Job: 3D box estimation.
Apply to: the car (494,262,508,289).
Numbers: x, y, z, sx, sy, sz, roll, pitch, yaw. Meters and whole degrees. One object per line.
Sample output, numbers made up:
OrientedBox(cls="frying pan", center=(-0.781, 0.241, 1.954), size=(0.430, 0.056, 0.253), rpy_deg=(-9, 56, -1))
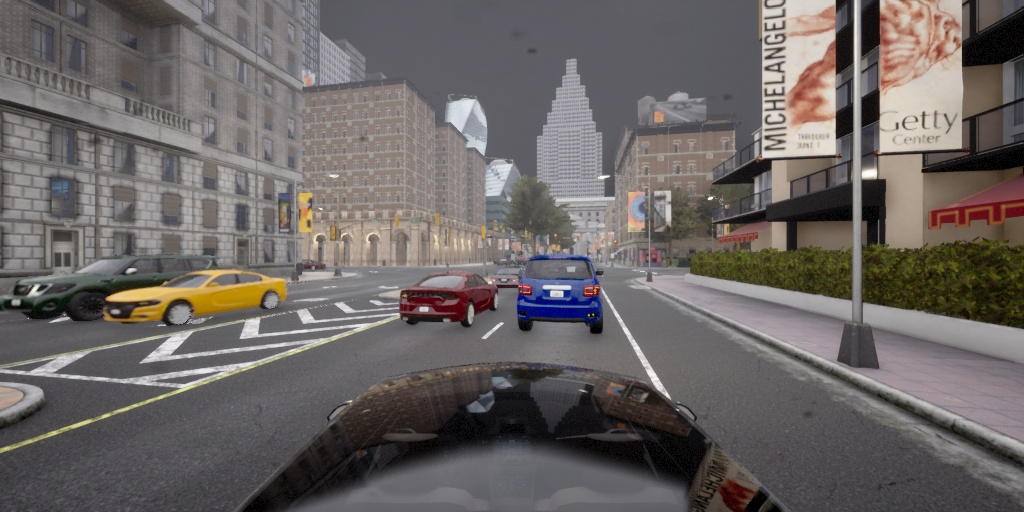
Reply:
OrientedBox(cls="car", center=(0.060, 1.297, 21.123), size=(2.033, 1.411, 5.357), rpy_deg=(0, 0, 11))

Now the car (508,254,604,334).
OrientedBox(cls="car", center=(1.580, 0.971, 10.937), size=(2.150, 2.045, 5.566), rpy_deg=(0, 0, 12))

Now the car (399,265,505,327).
OrientedBox(cls="car", center=(-1.794, 1.228, 11.709), size=(1.882, 1.535, 5.008), rpy_deg=(0, 0, 11))

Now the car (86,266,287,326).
OrientedBox(cls="car", center=(-10.067, 1.228, 11.991), size=(1.882, 1.535, 5.008), rpy_deg=(0, 0, 11))

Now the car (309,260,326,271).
OrientedBox(cls="car", center=(-28.636, 1.227, 50.358), size=(5.008, 1.535, 1.882), rpy_deg=(0, 0, 11))

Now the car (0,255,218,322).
OrientedBox(cls="car", center=(-13.469, 0.974, 12.836), size=(2.150, 2.045, 5.566), rpy_deg=(0, 0, 11))

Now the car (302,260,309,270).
OrientedBox(cls="car", center=(-29.764, 1.255, 47.007), size=(4.892, 1.490, 1.837), rpy_deg=(0, 0, 11))
